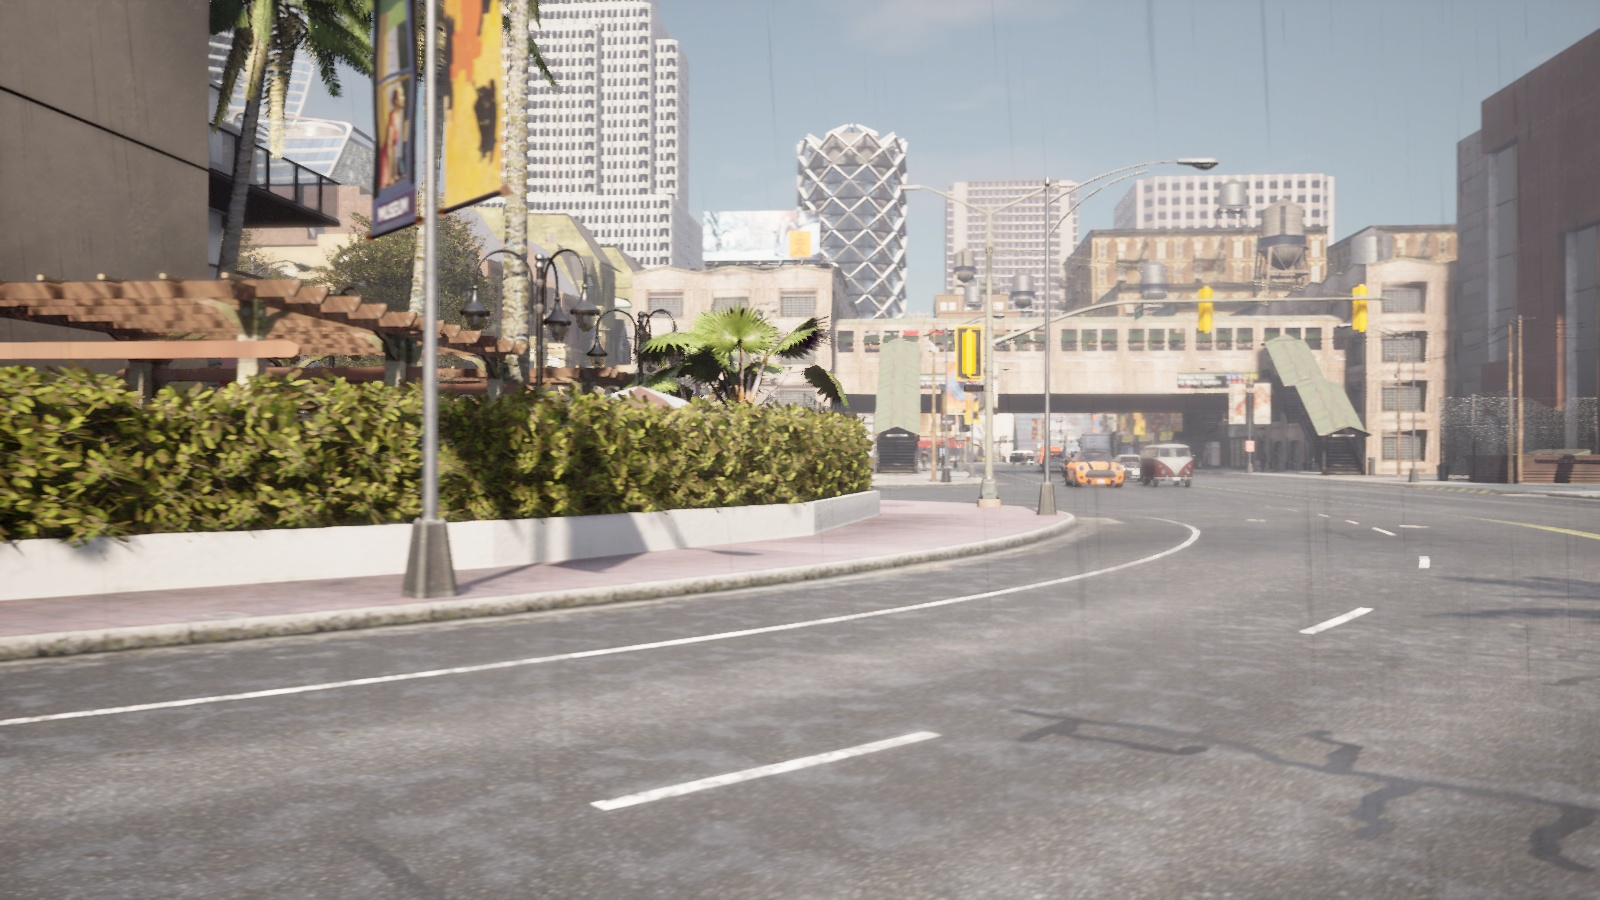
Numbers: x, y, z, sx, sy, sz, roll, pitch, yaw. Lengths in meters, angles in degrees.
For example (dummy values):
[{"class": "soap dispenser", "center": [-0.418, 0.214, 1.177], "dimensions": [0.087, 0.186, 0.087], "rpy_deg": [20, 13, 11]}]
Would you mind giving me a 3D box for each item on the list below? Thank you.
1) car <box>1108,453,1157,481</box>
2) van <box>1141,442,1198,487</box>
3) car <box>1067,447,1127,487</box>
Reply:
[{"class": "car", "center": [18.113, 0.887, 68.537], "dimensions": [1.970, 1.475, 3.806], "rpy_deg": [0, 0, 6]}, {"class": "van", "center": [17.079, 0.643, 58.228], "dimensions": [1.775, 1.987, 4.442], "rpy_deg": [0, 0, 6]}, {"class": "car", "center": [13.447, 0.755, 57.080], "dimensions": [2.097, 1.767, 4.553], "rpy_deg": [0, 0, 6]}]
